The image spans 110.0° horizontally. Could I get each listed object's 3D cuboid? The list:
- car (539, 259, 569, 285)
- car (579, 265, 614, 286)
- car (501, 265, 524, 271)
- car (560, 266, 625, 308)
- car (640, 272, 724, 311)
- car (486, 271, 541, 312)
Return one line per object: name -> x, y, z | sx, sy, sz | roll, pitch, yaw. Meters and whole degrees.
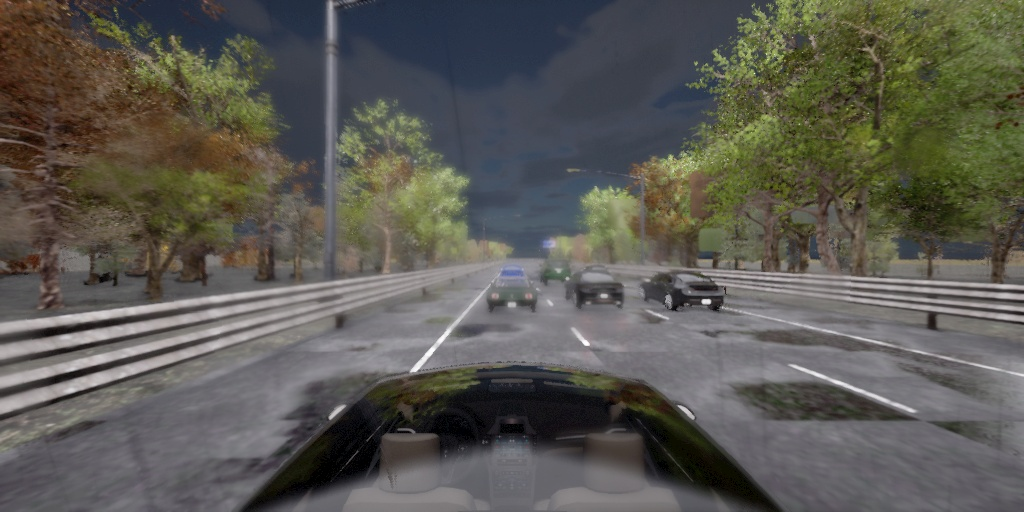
car -> 3.513, 1.265, 29.397 | 2.150, 2.045, 5.566 | 0, 0, 0
car -> 7.024, 1.557, 30.350 | 1.837, 1.490, 4.892 | 0, 0, 1
car -> 0.032, 1.535, 31.085 | 1.882, 1.535, 5.008 | 0, 0, 1
car -> 3.531, 1.380, 16.083 | 1.882, 1.535, 5.008 | 0, 0, 1
car -> 7.022, 1.402, 15.332 | 1.837, 1.490, 4.892 | 0, 0, 0
car -> 0.019, 1.493, 15.077 | 1.895, 1.301, 4.718 | 0, -1, 0
